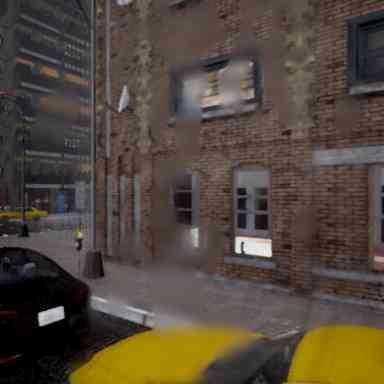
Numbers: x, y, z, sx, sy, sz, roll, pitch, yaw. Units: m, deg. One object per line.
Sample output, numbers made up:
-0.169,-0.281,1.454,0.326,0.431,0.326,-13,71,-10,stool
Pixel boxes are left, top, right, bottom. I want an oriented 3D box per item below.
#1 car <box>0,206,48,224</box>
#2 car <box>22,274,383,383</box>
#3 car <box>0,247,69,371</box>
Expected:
-14.655,1.838,28.036,1.752,1.417,4.829,-1,-2,35,car
1.060,1.525,2.120,4.829,1.417,1.752,0,0,36,car
-3.425,1.567,5.325,4.313,1.339,1.947,0,0,36,car
